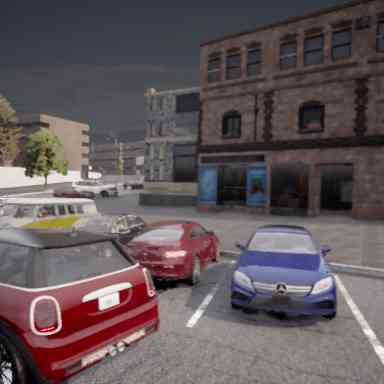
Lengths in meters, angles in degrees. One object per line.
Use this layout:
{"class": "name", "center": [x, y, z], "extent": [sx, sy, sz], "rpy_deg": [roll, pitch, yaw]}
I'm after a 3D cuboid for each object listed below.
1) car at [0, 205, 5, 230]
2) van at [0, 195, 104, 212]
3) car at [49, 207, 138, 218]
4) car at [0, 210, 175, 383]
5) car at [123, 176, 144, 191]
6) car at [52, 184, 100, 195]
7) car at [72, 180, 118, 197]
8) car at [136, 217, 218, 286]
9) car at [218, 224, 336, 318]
{"class": "car", "center": [-12.830, 1.479, 17.923], "extent": [2.163, 1.488, 4.792], "rpy_deg": [0, -1, 13]}
{"class": "van", "center": [-5.439, 1.232, 12.675], "extent": [1.878, 1.987, 4.442], "rpy_deg": [1, -1, 14]}
{"class": "car", "center": [-2.915, 1.466, 11.091], "extent": [2.231, 1.521, 4.892], "rpy_deg": [1, -1, 14]}
{"class": "car", "center": [-2.746, 1.342, 5.250], "extent": [4.553, 1.767, 2.097], "rpy_deg": [0, 0, 35]}
{"class": "car", "center": [-7.434, -1.018, 47.559], "extent": [4.892, 1.521, 2.231], "rpy_deg": [1, 6, 8]}
{"class": "car", "center": [-13.132, 0.167, 36.966], "extent": [4.674, 1.452, 2.002], "rpy_deg": [1, 6, 8]}
{"class": "car", "center": [-11.685, -0.409, 39.586], "extent": [5.566, 2.045, 2.435], "rpy_deg": [1, 6, 8]}
{"class": "car", "center": [-0.437, 1.510, 9.367], "extent": [2.002, 1.452, 4.674], "rpy_deg": [0, -1, 14]}
{"class": "car", "center": [2.047, 1.515, 7.641], "extent": [2.002, 1.452, 4.674], "rpy_deg": [1, -1, 15]}
